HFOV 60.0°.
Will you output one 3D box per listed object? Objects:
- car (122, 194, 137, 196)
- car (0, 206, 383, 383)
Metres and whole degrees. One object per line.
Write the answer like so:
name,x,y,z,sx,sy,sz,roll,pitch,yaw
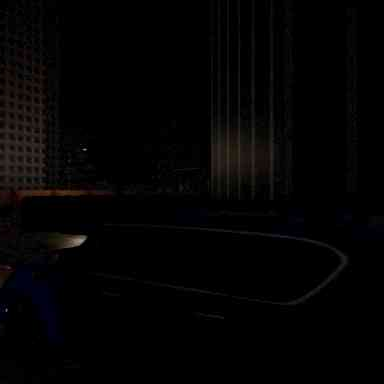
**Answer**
car,-10.131,1.278,47.933,2.150,2.045,5.566,0,0,36
car,-0.111,1.222,4.068,5.566,2.045,2.150,0,0,35
